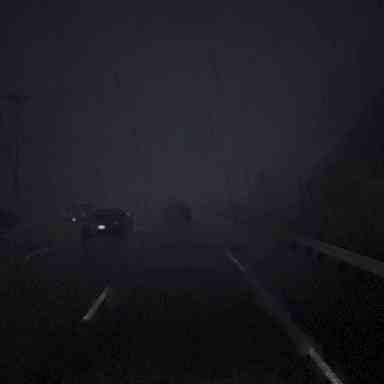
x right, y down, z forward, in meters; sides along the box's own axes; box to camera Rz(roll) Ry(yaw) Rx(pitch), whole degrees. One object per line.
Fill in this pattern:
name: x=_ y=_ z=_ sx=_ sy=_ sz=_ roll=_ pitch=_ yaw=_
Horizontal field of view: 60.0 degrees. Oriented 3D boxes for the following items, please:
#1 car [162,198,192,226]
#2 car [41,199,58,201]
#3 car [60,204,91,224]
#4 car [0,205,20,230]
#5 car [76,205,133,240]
car: x=-1.050 y=1.442 z=23.294 sx=1.882 sy=1.535 sz=5.008 roll=0 pitch=0 yaw=-3
car: x=-24.470 y=1.439 z=58.940 sx=2.128 sy=1.511 sz=4.902 roll=0 pitch=0 yaw=-3
car: x=-8.152 y=1.574 z=24.781 sx=1.895 sy=1.301 sz=4.718 roll=0 pitch=0 yaw=-4
car: x=-11.252 y=1.340 z=18.083 sx=2.097 sy=1.767 sz=4.553 roll=0 pitch=0 yaw=-3
car: x=-4.169 y=1.543 z=16.880 sx=1.994 sy=1.385 sz=4.181 roll=0 pitch=0 yaw=-3
